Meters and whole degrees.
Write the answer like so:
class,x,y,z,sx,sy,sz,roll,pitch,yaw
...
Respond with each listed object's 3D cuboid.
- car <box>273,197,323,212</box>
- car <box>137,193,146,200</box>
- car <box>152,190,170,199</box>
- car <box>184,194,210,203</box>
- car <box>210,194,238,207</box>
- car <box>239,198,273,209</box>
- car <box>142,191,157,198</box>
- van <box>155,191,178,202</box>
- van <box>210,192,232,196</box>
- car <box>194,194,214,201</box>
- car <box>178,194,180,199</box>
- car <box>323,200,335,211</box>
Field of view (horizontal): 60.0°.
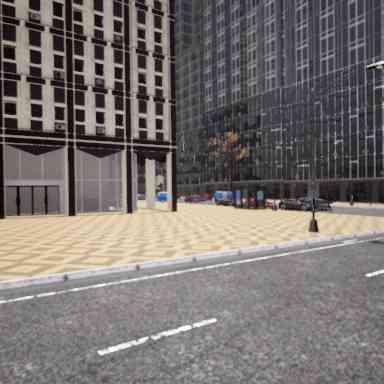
class,x,y,z,sx,sy,sz,roll,pitch,yaw
car,11.232,1.397,35.421,1.947,1.339,4.313,-1,1,-34
car,-11.035,1.012,68.390,2.008,1.369,4.403,-1,1,-34
car,-7.302,0.580,77.798,2.192,1.841,5.009,-1,1,-34
car,0.502,1.138,56.074,1.994,1.385,4.181,-1,1,-34
car,4.902,1.293,44.864,1.947,1.339,4.313,-1,1,-34
car,8.050,1.361,40.132,1.802,1.307,4.206,-1,1,-34
car,-10.498,0.651,82.499,1.967,1.590,4.097,-1,1,-34
van,-4.642,0.910,58.989,1.690,1.788,3.998,-1,1,-34
van,5.483,0.821,59.000,1.690,1.788,3.998,-1,1,-34
car,2.288,1.009,63.703,1.802,1.307,4.206,-1,1,-34
car,-4.105,0.901,73.102,1.802,1.307,4.206,-1,1,-34
car,13.419,1.275,37.024,2.128,1.511,4.902,-1,1,-34
